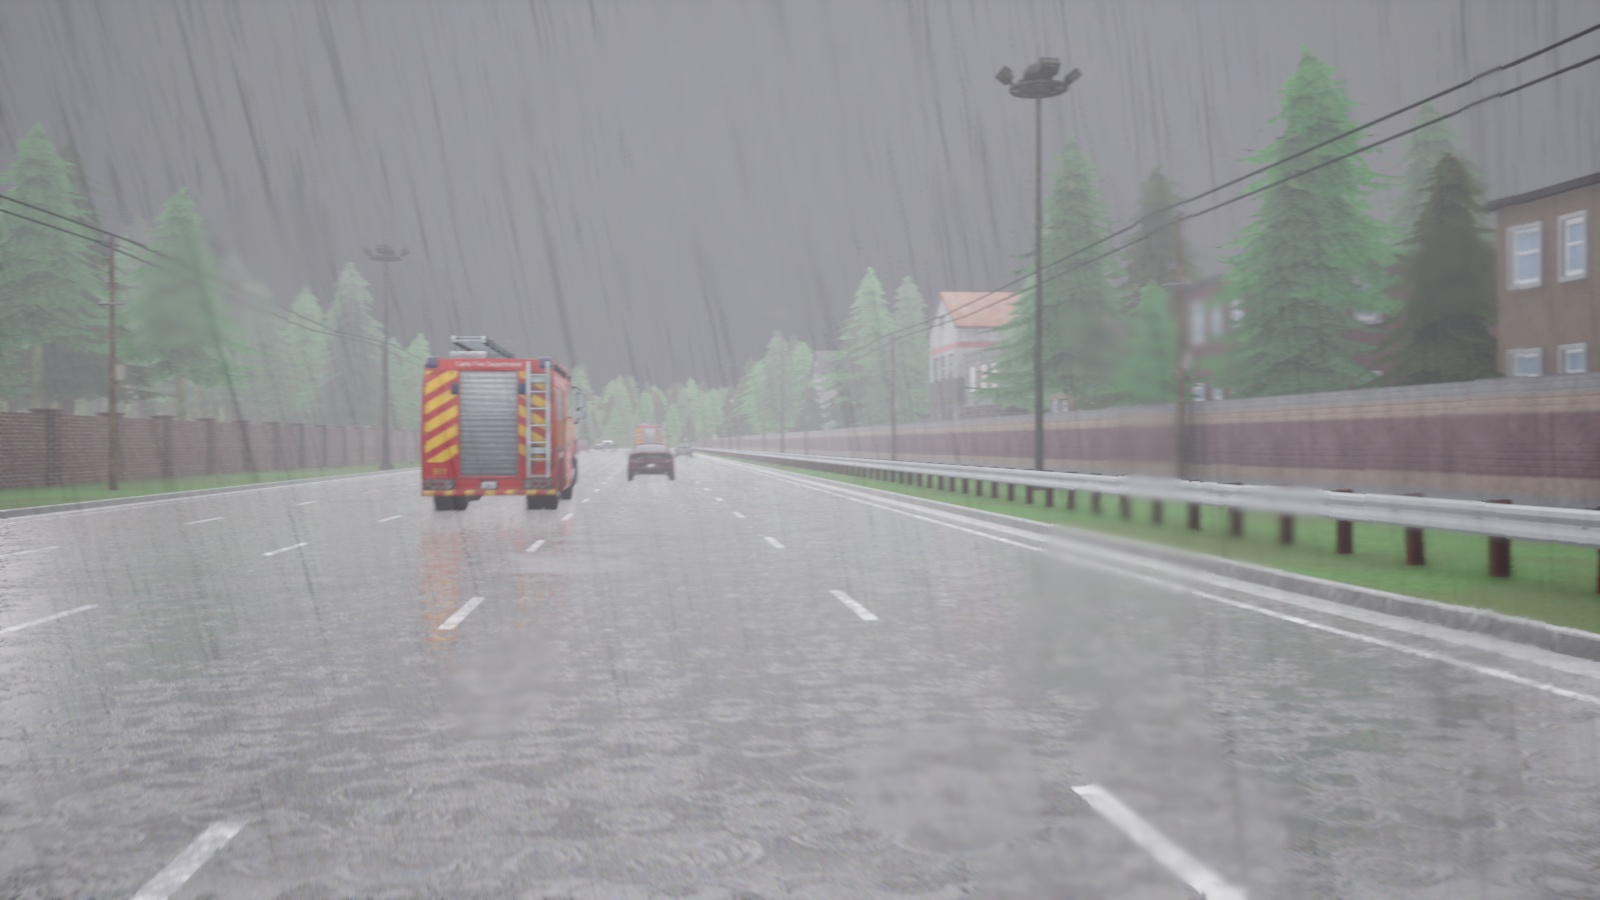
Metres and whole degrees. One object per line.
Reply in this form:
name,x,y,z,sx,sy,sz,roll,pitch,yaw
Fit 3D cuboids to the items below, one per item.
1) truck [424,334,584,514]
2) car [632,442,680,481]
truck,-7.046,-0.584,31.096,2.891,3.827,8.468,0,0,-7
car,-5.977,0.437,52.119,1.882,1.535,5.008,0,0,-7
